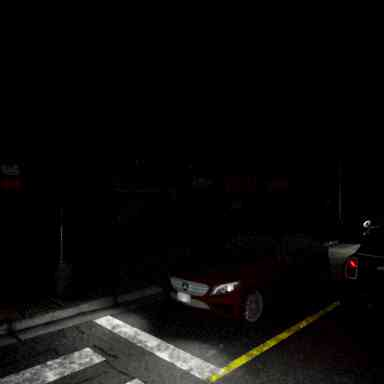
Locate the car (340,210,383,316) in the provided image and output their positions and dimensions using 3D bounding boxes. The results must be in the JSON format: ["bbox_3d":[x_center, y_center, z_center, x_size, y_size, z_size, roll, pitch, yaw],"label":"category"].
[{"bbox_3d":[4.772,1.379,6.673,2.097,1.767,4.553,-1,-1,45],"label":"car"}]

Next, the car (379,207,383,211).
[{"bbox_3d":[9.743,1.432,15.737,2.097,1.767,4.553,-1,-1,45],"label":"car"}]

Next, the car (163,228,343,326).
[{"bbox_3d":[1.485,1.564,7.384,1.812,1.442,4.674,0,-1,44],"label":"car"}]
